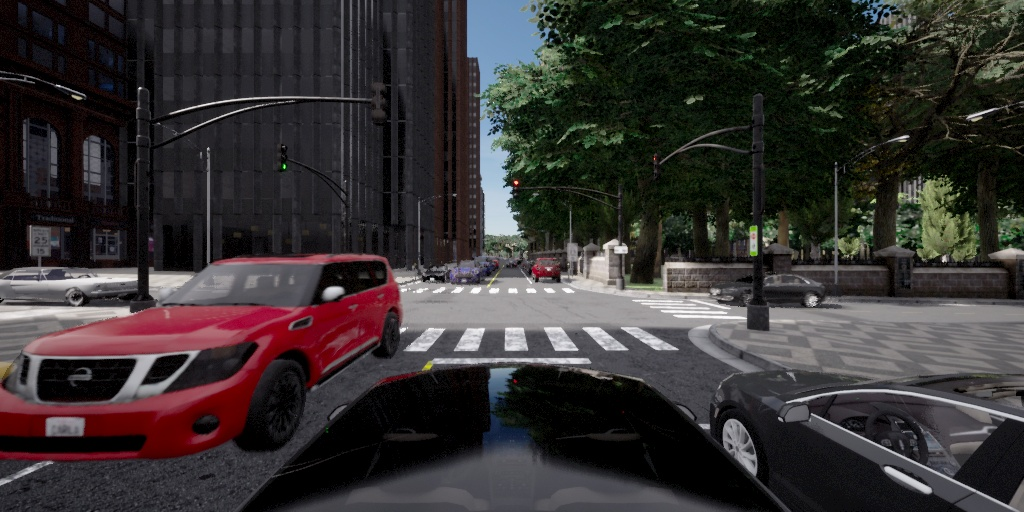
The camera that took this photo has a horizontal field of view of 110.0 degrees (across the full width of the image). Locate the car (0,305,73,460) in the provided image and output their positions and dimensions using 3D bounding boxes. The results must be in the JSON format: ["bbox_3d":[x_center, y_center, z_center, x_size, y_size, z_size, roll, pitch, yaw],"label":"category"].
[{"bbox_3d":[-5.760,1.275,1.555,1.751,1.417,4.829,0,0,0],"label":"car"}]

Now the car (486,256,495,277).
[{"bbox_3d":[-3.213,0.991,36.585,2.150,2.045,5.566,0,0,0],"label":"car"}]

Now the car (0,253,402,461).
[{"bbox_3d":[-3.434,0.973,5.531,2.150,2.045,5.566,-1,0,0],"label":"car"}]

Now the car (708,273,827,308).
[{"bbox_3d":[11.603,1.518,16.429,4.892,1.490,1.837,1,0,-4],"label":"car"}]

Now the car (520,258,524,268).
[{"bbox_3d":[2.599,1.335,50.253,2.007,1.370,4.403,0,0,0],"label":"car"}]

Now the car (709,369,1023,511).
[{"bbox_3d":[2.764,1.300,1.763,2.007,1.370,4.403,0,0,0],"label":"car"}]

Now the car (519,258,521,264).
[{"bbox_3d":[2.581,1.231,55.710,1.967,1.591,4.097,0,0,0],"label":"car"}]

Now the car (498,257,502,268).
[{"bbox_3d":[-3.241,1.014,57.274,2.150,2.045,5.566,0,0,0],"label":"car"}]

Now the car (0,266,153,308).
[{"bbox_3d":[-16.479,1.069,13.130,4.718,1.301,1.895,1,0,-1],"label":"car"}]

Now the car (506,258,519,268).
[{"bbox_3d":[-0.101,1.398,61.496,1.895,1.301,4.718,0,0,0],"label":"car"}]

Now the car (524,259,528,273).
[{"bbox_3d":[2.637,1.338,39.340,1.948,1.339,4.313,0,0,0],"label":"car"}]

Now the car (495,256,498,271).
[{"bbox_3d":[-3.242,1.133,46.768,2.097,1.767,4.553,0,0,0],"label":"car"}]

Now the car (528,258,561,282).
[{"bbox_3d":[2.674,1.075,28.428,2.192,1.841,5.009,0,0,0],"label":"car"}]

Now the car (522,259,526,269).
[{"bbox_3d":[2.618,1.329,44.796,2.007,1.370,4.403,0,0,0],"label":"car"}]

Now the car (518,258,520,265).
[{"bbox_3d":[2.562,1.237,61.166,1.967,1.591,4.097,0,0,0],"label":"car"}]

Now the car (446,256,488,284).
[{"bbox_3d":[-3.248,1.112,26.826,2.097,1.767,4.553,0,0,1],"label":"car"}]

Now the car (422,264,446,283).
[{"bbox_3d":[-5.851,1.326,28.389,1.948,1.339,4.313,0,0,0],"label":"car"}]
